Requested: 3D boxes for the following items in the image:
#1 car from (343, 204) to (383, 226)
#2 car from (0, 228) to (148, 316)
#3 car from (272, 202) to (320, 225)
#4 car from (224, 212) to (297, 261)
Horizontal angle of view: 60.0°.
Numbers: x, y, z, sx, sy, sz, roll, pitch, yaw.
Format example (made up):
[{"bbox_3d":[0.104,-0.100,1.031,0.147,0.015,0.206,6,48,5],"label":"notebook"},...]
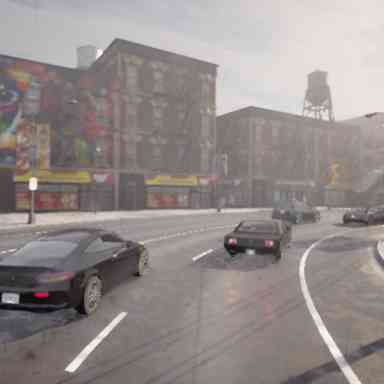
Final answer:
[{"bbox_3d":[13.648,1.820,25.976,4.181,1.385,1.994,1,0,-36],"label":"car"},{"bbox_3d":[-2.453,1.536,7.545,1.812,1.442,4.674,0,0,11],"label":"car"},{"bbox_3d":[8.187,1.554,26.057,4.553,1.767,2.097,1,0,-44],"label":"car"},{"bbox_3d":[2.768,1.688,12.900,1.895,1.301,4.718,0,0,22],"label":"car"}]
